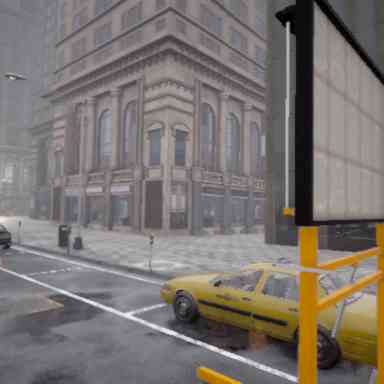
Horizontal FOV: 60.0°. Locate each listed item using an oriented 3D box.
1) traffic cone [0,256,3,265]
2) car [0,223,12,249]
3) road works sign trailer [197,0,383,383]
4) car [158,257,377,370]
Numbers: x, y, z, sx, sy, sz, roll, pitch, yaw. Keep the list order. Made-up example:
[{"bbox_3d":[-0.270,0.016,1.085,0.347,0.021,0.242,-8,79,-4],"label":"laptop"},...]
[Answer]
[{"bbox_3d":[-7.375,2.449,12.648,0.340,0.580,0.340,-1,-4,42],"label":"traffic cone"},{"bbox_3d":[-10.788,2.196,17.144,4.403,1.369,2.008,-1,-4,42],"label":"car"},{"bbox_3d":[1.181,0.644,2.762,2.880,3.560,2.380,-1,-4,42],"label":"road works sign trailer"},{"bbox_3d":[1.420,1.885,6.190,4.829,1.417,1.752,-1,-4,42],"label":"car"}]
